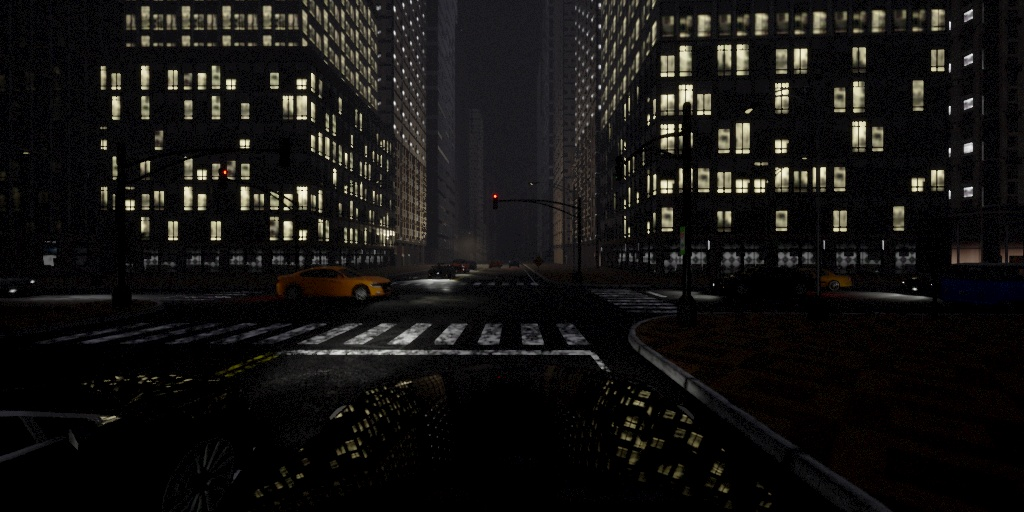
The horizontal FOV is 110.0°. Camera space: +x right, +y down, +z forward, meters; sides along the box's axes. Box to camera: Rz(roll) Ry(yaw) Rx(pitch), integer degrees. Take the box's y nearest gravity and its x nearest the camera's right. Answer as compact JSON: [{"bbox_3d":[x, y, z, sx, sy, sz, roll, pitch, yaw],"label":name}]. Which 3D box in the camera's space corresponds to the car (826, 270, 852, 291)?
[{"bbox_3d":[17.177,1.294,21.268,4.829,1.417,1.751,0,0,2],"label":"car"}]

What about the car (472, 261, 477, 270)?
[{"bbox_3d":[-6.354,1.377,53.825,2.033,1.411,5.357,0,0,0],"label":"car"}]

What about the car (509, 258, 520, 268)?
[{"bbox_3d":[0.390,1.359,64.826,2.128,1.511,4.902,0,0,1],"label":"car"}]

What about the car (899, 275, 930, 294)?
[{"bbox_3d":[23.464,1.324,18.412,5.357,1.411,2.033,0,0,2],"label":"car"}]

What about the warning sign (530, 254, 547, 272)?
[{"bbox_3d":[3.033,0.912,41.321,1.300,1.860,1.060,0,0,0],"label":"warning sign"}]

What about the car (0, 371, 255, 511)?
[{"bbox_3d":[-3.155,1.241,1.132,2.128,1.511,4.902,0,0,0],"label":"car"}]

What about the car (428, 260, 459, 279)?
[{"bbox_3d":[-6.453,1.345,33.331,1.994,1.385,4.181,0,0,0],"label":"car"}]

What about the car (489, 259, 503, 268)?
[{"bbox_3d":[-2.872,1.334,61.783,1.882,1.535,5.008,0,0,0],"label":"car"}]

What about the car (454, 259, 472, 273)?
[{"bbox_3d":[-6.407,1.154,43.328,2.097,1.767,4.553,0,0,0],"label":"car"}]

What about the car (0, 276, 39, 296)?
[{"bbox_3d":[-26.075,1.360,17.194,4.718,1.301,1.895,0,0,1],"label":"car"}]

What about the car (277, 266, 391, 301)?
[{"bbox_3d":[-8.263,1.237,16.844,5.008,1.535,1.882,0,0,2],"label":"car"}]

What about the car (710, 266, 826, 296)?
[{"bbox_3d":[13.064,1.274,18.836,4.892,1.490,1.837,0,0,2],"label":"car"}]

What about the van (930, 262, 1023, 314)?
[{"bbox_3d":[18.409,1.120,13.090,3.998,1.789,1.690,0,0,2],"label":"van"}]
